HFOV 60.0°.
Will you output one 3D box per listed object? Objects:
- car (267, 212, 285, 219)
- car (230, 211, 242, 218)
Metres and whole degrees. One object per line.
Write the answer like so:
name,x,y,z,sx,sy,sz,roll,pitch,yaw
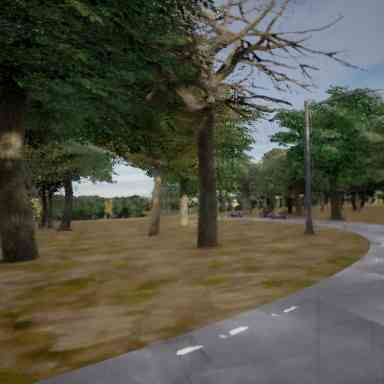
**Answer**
car,15.301,4.251,60.691,1.994,1.385,4.181,-1,-3,-11
car,10.991,5.577,82.580,2.128,1.511,4.902,-1,-3,-11
